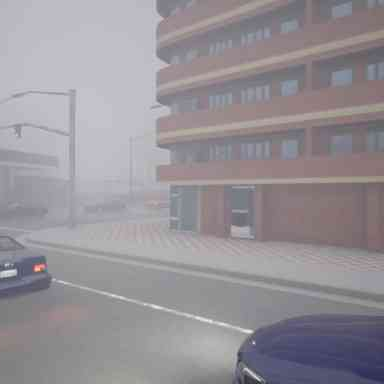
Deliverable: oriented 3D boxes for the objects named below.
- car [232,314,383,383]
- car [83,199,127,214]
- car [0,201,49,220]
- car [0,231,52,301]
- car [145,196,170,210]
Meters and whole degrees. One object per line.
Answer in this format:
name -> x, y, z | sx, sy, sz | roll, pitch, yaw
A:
car -> 2.513, 1.536, 2.201 | 4.674, 1.442, 1.812 | 0, 0, 35
car -> -9.250, 1.494, 35.629 | 1.882, 1.535, 5.008 | 0, 0, 34
car -> -14.438, 1.523, 27.985 | 1.812, 1.442, 4.674 | 0, 0, 34
car -> -5.342, 1.545, 7.693 | 5.357, 1.411, 2.033 | 0, 0, 38
car -> -4.063, 1.389, 43.244 | 2.097, 1.767, 4.553 | 0, 0, 34
